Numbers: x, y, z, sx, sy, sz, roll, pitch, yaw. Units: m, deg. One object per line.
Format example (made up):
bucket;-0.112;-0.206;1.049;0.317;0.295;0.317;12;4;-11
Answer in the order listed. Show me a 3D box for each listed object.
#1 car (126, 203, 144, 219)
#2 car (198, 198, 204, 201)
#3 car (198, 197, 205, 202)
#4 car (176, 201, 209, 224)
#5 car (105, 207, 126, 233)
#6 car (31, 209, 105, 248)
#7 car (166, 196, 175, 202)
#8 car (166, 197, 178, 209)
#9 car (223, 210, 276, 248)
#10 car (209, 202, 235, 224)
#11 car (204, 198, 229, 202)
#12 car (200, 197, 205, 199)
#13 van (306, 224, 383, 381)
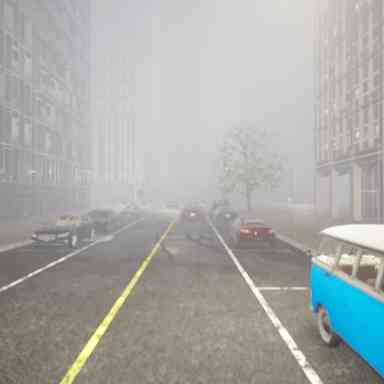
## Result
car;-5.733;1.777;32.128;1.752;1.417;4.829;0;0;0
car;0.039;1.827;42.736;2.163;1.488;4.792;0;0;0
car;2.662;2.166;93.171;2.008;1.369;4.403;0;0;0
car;0.063;1.715;26.753;2.163;1.488;4.792;0;0;0
car;-5.717;1.734;20.903;1.947;1.339;4.313;0;0;0
car;-5.709;1.674;15.208;2.008;1.369;4.403;0;0;0
car;-5.916;1.931;93.162;2.192;1.841;5.009;0;0;0
car;-3.093;1.940;53.283;2.033;1.411;5.357;0;0;0
car;2.671;1.705;15.219;1.802;1.307;4.206;0;0;0
car;2.655;1.776;26.613;1.947;1.339;4.313;0;0;0
car;2.648;1.567;32.311;2.192;1.841;5.009;0;0;0
car;2.701;2.028;87.494;1.967;1.590;4.097;0;0;0
van;2.688;1.373;3.824;1.690;1.788;3.998;0;0;0
